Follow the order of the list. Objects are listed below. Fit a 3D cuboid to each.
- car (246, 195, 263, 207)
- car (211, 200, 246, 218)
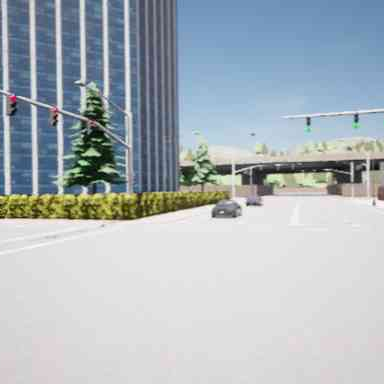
[{"bbox_3d":[8.267,1.152,43.812,2.033,1.411,5.357,-1,0,19],"label":"car"},{"bbox_3d":[2.929,1.348,27.588,1.994,1.385,4.181,-1,0,18],"label":"car"}]
